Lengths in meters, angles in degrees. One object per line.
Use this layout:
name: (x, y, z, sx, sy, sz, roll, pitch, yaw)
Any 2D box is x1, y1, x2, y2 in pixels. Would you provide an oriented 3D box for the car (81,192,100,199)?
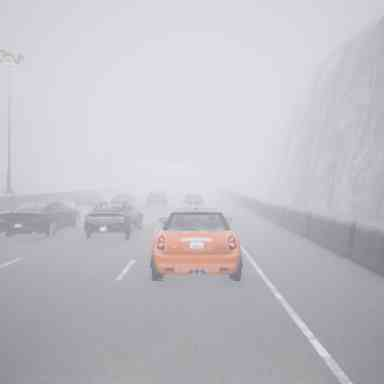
car: (-10.374, 0.681, 33.933, 1.994, 1.385, 4.181, 0, 2, 0)

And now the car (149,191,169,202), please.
car: (-3.375, 0.631, 33.241, 2.128, 1.511, 4.902, 0, 2, 0)

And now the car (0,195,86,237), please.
car: (-6.888, 1.121, 15.641, 1.882, 1.535, 5.008, 0, 1, 0)

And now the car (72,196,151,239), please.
car: (-3.388, 1.148, 15.112, 2.128, 1.511, 4.902, 0, 1, 0)

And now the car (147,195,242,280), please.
car: (0.108, 1.146, 9.462, 2.097, 1.767, 4.553, 0, 1, 0)

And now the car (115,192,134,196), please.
car: (-6.875, 0.685, 33.832, 1.994, 1.385, 4.181, 0, 2, 0)
